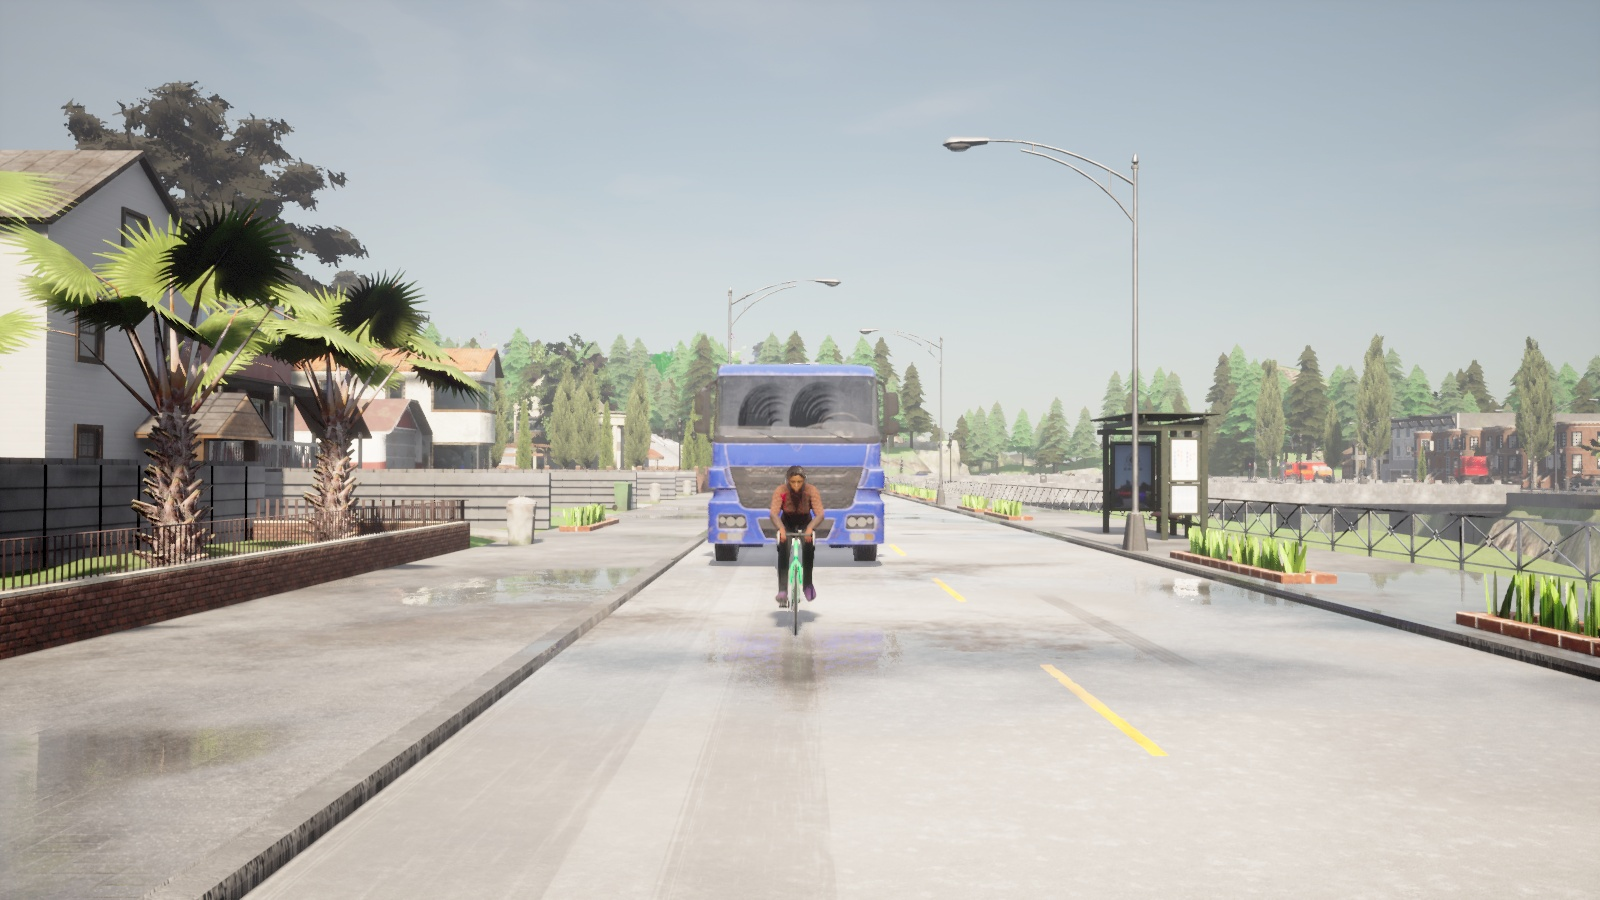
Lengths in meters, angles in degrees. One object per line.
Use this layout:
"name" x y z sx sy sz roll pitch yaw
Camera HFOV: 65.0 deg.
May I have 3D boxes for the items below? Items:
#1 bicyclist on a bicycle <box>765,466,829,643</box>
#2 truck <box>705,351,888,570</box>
"bicyclist on a bicycle" -0.032 0.975 12.374 0.582 1.620 1.656 0 -1 0
"truck" -0.064 0.233 23.874 2.891 3.462 7.936 0 -1 0
